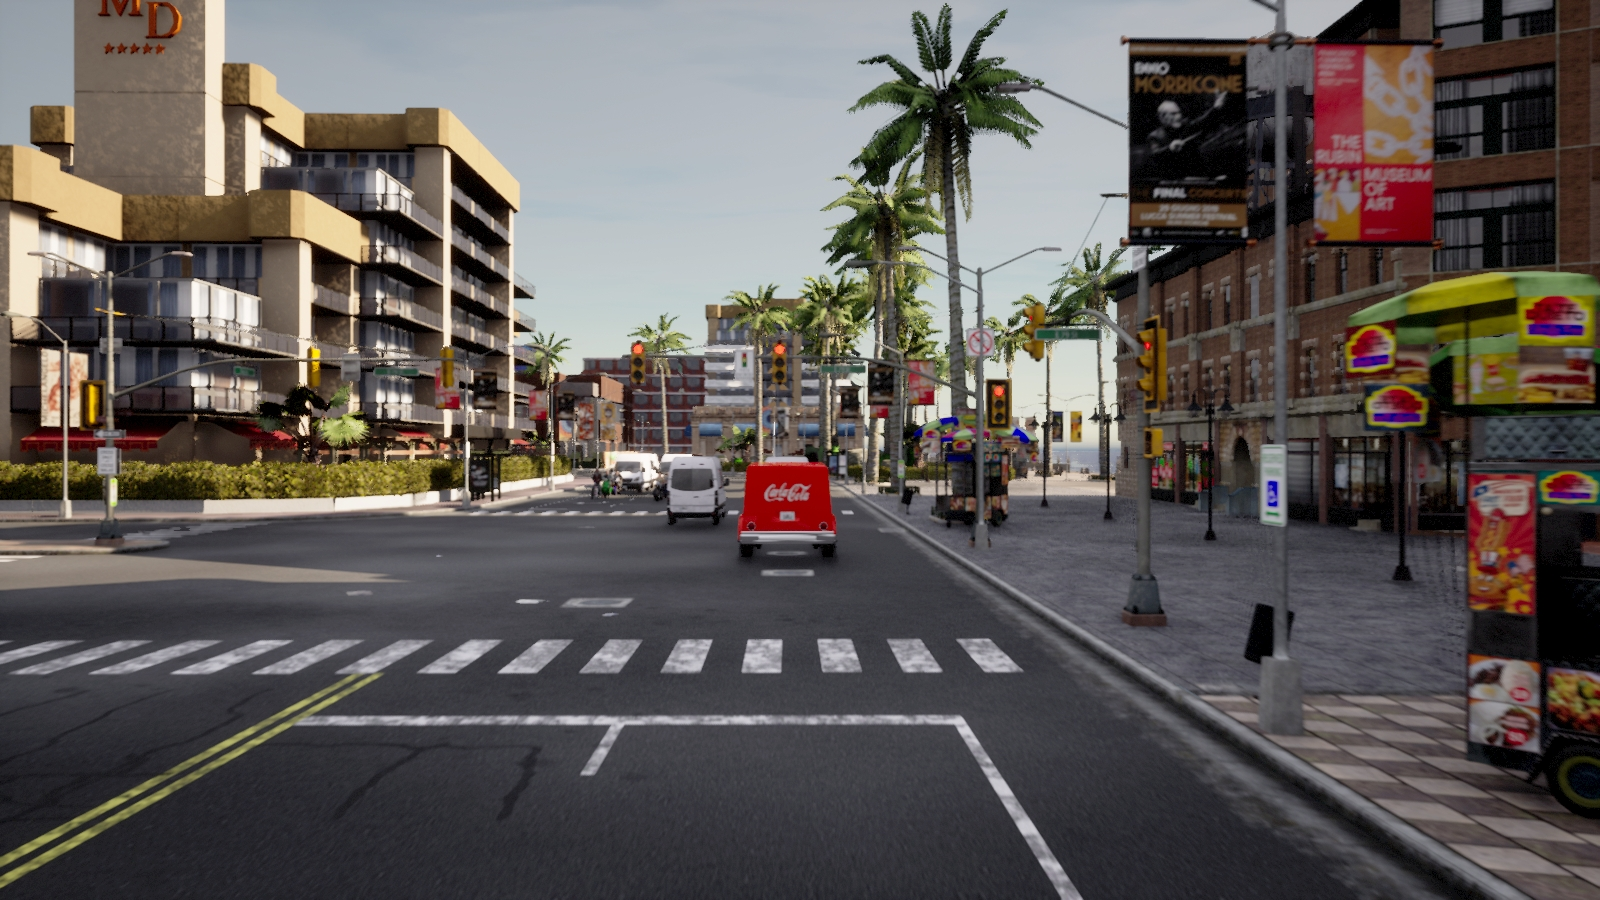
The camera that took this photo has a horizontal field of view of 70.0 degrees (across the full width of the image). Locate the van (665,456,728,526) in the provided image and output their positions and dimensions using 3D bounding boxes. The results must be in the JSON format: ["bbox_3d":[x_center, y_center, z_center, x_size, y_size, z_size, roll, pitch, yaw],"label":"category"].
[{"bbox_3d":[-4.012,1.534,45.176,1.988,2.561,5.915,0,0,-1],"label":"van"}]

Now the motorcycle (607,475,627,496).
[{"bbox_3d":[-11.353,2.204,70.969,0.867,1.251,2.209,0,0,-1],"label":"motorcycle"}]

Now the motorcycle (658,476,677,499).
[{"bbox_3d":[-7.800,2.204,67.185,0.867,1.251,2.209,0,0,-1],"label":"motorcycle"}]

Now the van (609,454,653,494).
[{"bbox_3d":[-11.307,1.533,76.838,1.988,2.561,5.915,0,0,0],"label":"van"}]

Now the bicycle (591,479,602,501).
[{"bbox_3d":[-11.237,2.209,63.125,0.329,1.171,1.835,0,0,-1],"label":"bicycle"}]

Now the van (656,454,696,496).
[{"bbox_3d":[-7.880,1.533,73.020,1.988,2.561,5.915,0,0,-1],"label":"van"}]

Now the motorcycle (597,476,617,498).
[{"bbox_3d":[-11.314,2.181,66.973,0.856,1.236,1.805,0,0,-1],"label":"motorcycle"}]

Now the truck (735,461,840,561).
[{"bbox_3d":[-0.350,1.567,31.427,2.627,2.467,5.204,0,0,-1],"label":"truck"}]

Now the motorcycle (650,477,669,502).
[{"bbox_3d":[-7.739,2.169,62.896,0.764,1.277,2.356,0,0,-1],"label":"motorcycle"}]

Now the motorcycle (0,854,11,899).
[{"bbox_3d":[-3.508,2.205,3.361,0.867,1.251,2.209,0,0,-1],"label":"motorcycle"}]
